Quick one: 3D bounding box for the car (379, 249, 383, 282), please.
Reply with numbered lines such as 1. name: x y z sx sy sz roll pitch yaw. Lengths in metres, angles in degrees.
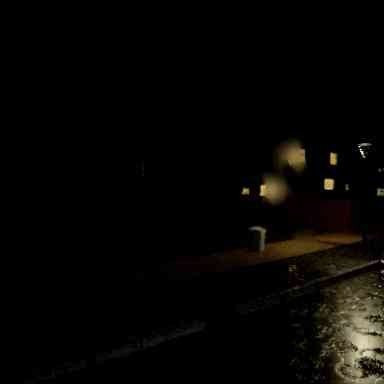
1. car: 6.374 1.444 8.188 4.902 1.511 2.128 0 0 -39
